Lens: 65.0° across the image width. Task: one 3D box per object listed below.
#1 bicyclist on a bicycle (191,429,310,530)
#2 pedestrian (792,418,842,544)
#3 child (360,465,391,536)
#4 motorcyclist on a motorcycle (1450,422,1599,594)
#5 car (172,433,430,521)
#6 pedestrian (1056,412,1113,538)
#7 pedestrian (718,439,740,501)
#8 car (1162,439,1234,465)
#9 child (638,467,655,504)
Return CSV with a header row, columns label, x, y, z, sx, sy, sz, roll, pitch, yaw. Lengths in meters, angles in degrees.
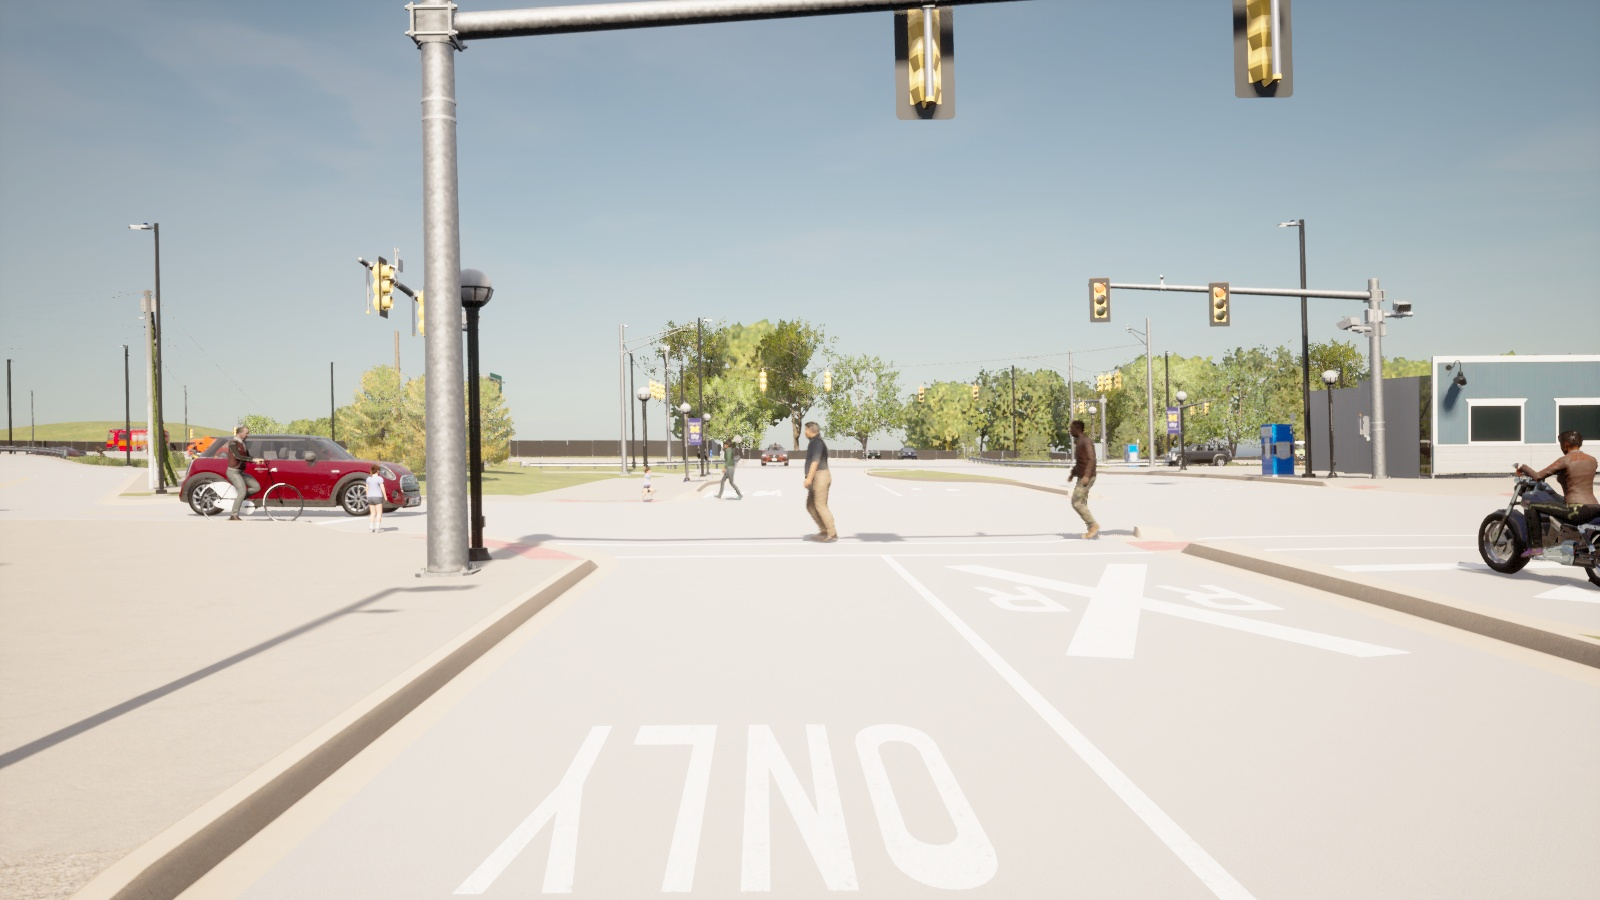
label,x,y,z,sx,sy,sz,roll,pitch,yaw
bicyclist on a bicycle,-9.851,0.525,22.564,1.843,1.776,0.659,0,-1,-2
pedestrian,0.252,0.458,18.875,0.694,1.848,0.540,-2,-1,0
child,-6.829,0.808,20.226,0.255,1.110,0.394,-2,-1,18
motorcyclist on a motorcycle,7.965,0.535,13.254,0.766,1.649,2.350,-1,1,-6
car,-10.302,0.550,26.207,4.553,1.767,2.097,0,-1,-2
pedestrian,4.258,0.369,18.842,0.703,1.840,0.431,-2,-1,1
pedestrian,-2.148,0.612,38.050,0.614,1.847,0.353,-2,-1,0
car,28.868,0.148,91.226,4.605,1.855,1.932,-1,-1,-1
child,-4.700,1.079,38.495,0.394,1.110,0.255,-2,-1,18
